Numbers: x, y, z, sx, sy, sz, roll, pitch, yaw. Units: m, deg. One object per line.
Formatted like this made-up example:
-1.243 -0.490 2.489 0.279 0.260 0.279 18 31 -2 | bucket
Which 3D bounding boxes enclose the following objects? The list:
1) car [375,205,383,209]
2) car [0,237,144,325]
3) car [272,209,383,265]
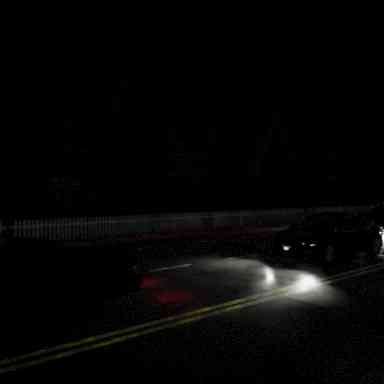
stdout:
12.737 1.575 21.552 4.181 1.385 1.994 0 0 -35 | car
-3.548 1.547 5.741 5.357 1.411 2.033 0 0 -35 | car
4.916 1.506 11.769 4.892 1.490 1.837 0 0 -35 | car
